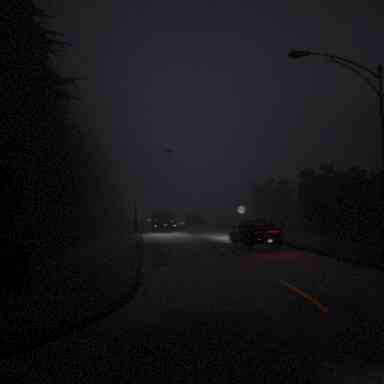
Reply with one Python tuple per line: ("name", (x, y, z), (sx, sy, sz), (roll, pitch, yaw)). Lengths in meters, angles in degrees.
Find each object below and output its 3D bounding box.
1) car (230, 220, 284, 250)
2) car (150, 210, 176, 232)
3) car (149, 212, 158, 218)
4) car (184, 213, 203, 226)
("car", (3.513, 2.306, 18.773), (2.128, 1.511, 4.902), (-1, -3, -8))
("car", (-2.850, 2.826, 33.396), (2.150, 2.045, 5.566), (-1, -3, -8))
("car", (-8.665, 5.119, 74.639), (1.895, 1.301, 4.718), (-1, -3, -8))
("car", (0.154, 3.440, 42.042), (2.128, 1.511, 4.902), (-1, -3, -8))
